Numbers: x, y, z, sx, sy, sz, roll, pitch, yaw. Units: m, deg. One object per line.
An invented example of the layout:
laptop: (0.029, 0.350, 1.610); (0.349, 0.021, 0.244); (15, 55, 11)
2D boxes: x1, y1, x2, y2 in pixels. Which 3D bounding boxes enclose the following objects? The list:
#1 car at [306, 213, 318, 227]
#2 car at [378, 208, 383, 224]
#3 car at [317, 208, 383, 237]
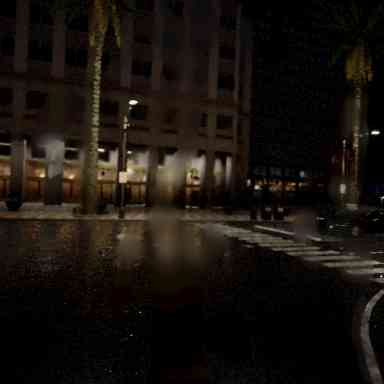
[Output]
car: (10.713, 1.919, 24.434); (4.902, 1.511, 2.128); (2, 0, -20)
car: (20.025, 2.307, 30.928); (4.786, 1.482, 2.161); (2, 0, -20)
car: (10.613, 1.927, 20.687); (4.892, 1.490, 1.837); (2, 0, -19)
